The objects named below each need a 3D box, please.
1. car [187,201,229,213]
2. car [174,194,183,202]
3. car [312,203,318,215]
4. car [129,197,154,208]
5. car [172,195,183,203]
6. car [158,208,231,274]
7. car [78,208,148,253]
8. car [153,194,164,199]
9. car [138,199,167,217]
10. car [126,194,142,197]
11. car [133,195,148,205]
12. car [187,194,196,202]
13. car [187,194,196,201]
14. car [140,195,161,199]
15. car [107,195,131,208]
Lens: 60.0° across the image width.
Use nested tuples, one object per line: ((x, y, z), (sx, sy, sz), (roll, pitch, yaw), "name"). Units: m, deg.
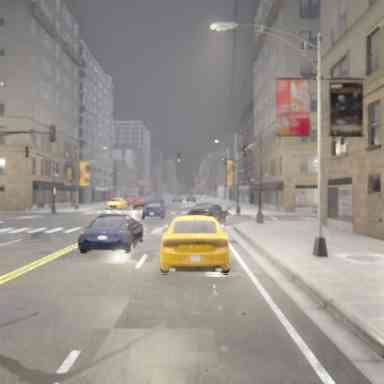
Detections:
((1.254, 1.547, 23.195), (1.837, 1.490, 4.892), (-2, 0, 22), "car")
((-3.412, 1.493, 84.903), (2.097, 1.767, 4.553), (0, 0, 0), "car")
((13.671, 1.326, 29.624), (5.566, 2.045, 2.150), (0, 0, 0), "car")
((-6.674, 1.679, 44.245), (1.895, 1.301, 4.718), (0, 0, 0), "car")
((-3.394, 1.677, 75.302), (1.994, 1.385, 4.181), (0, 0, 0), "car")
((0.084, 1.495, 10.640), (1.882, 1.535, 5.008), (0, 0, 0), "car")
((-3.186, 1.587, 13.764), (1.994, 1.385, 4.181), (0, 0, -1), "car")
((-6.622, 1.331, 64.366), (2.150, 2.045, 5.566), (0, 0, 0), "car")
((-3.198, 1.575, 28.855), (1.812, 1.442, 4.674), (0, 0, 0), "car")
((-9.911, 1.317, 54.282), (2.150, 2.045, 5.566), (0, 0, 0), "car")
((-9.872, 1.462, 64.272), (2.097, 1.767, 4.553), (0, 0, 0), "car")
((-0.140, 1.474, 73.660), (2.097, 1.767, 4.553), (0, 0, 0), "car")
((-0.160, 1.359, 83.663), (2.097, 1.767, 4.553), (0, 0, 0), "car")
((-6.660, 1.642, 53.889), (2.033, 1.411, 5.357), (0, 0, 0), "car")
((-9.927, 1.557, 44.345), (1.882, 1.535, 5.008), (0, 0, 0), "car")
